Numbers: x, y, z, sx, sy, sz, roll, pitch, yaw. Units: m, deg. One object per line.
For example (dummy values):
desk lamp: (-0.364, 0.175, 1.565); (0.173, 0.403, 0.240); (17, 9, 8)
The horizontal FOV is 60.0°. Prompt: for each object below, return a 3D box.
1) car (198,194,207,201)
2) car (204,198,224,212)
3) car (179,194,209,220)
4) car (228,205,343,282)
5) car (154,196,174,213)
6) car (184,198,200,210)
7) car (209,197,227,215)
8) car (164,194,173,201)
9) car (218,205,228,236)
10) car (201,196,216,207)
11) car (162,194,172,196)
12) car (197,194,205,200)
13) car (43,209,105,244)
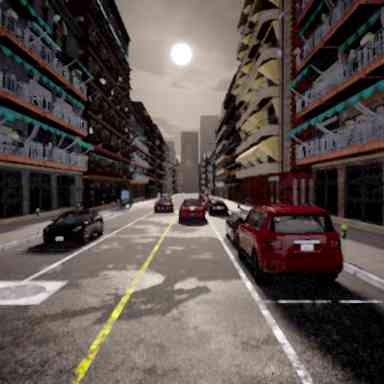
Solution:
car: (2.391, 1.202, 77.582); (1.967, 1.590, 4.097); (-1, 0, 0)
car: (2.441, 1.421, 37.932); (1.887, 1.381, 4.507); (-1, 0, 0)
car: (0.024, 1.262, 27.135); (2.097, 1.767, 4.553); (0, 0, 0)
car: (2.499, 1.282, 9.610); (2.192, 1.841, 5.009); (-1, 0, 0)
car: (-2.923, 1.447, 35.384); (1.994, 1.385, 4.181); (0, 0, 0)
car: (-0.012, 1.469, 40.658); (1.895, 1.301, 4.718); (0, 0, 0)
car: (2.453, 1.459, 32.268); (1.947, 1.339, 4.313); (-1, 0, 0)
car: (-5.494, 1.202, 77.773); (1.967, 1.590, 4.097); (-1, 0, 0)
car: (2.490, 1.498, 15.275); (2.008, 1.369, 4.403); (-1, 0, 0)
car: (2.416, 1.393, 49.261); (2.008, 1.369, 4.403); (-1, 0, 0)
car: (-5.470, 1.232, 66.470); (1.967, 1.590, 4.097); (-1, 0, 0)
car: (2.363, 1.277, 88.911); (1.887, 1.381, 4.507); (-1, 0, 0)
car: (-5.358, 1.512, 15.611); (1.947, 1.339, 4.313); (-1, 0, 0)
